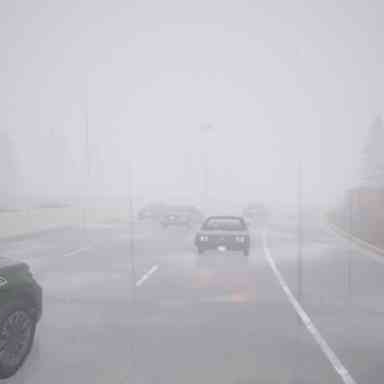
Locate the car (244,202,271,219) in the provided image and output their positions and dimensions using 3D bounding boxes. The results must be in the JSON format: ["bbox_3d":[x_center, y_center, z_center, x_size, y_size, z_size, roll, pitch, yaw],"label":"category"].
[{"bbox_3d":[5.893,1.570,29.921,1.994,1.385,4.181,0,0,20],"label":"car"}]

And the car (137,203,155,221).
[{"bbox_3d":[-2.689,1.541,26.347,1.994,1.385,4.181,0,0,16],"label":"car"}]

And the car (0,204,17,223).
[{"bbox_3d":[-14.680,1.537,22.991,1.895,1.301,4.718,0,0,13],"label":"car"}]

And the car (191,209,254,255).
[{"bbox_3d":[1.361,1.599,13.310,1.895,1.301,4.718,0,0,9],"label":"car"}]

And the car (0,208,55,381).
[{"bbox_3d":[-3.258,1.209,2.344,2.150,2.045,5.566,0,0,2],"label":"car"}]

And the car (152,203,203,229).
[{"bbox_3d":[-0.505,1.535,21.473,2.033,1.411,5.357,0,0,14],"label":"car"}]
